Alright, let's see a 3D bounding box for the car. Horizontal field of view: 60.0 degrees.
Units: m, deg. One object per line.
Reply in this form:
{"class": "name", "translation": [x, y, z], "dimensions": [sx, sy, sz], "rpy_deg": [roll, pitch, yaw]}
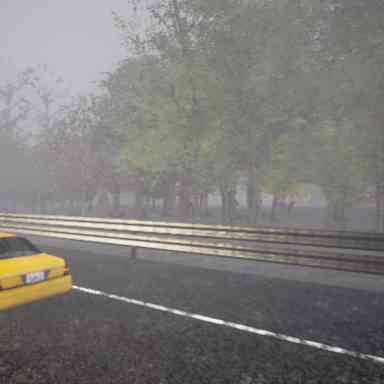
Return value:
{"class": "car", "translation": [-4.926, 1.534, 7.430], "dimensions": [5.366, 1.575, 1.801], "rpy_deg": [-1, 0, 35]}
